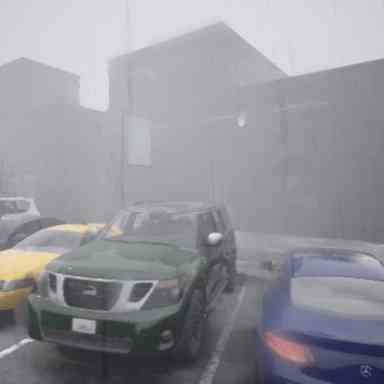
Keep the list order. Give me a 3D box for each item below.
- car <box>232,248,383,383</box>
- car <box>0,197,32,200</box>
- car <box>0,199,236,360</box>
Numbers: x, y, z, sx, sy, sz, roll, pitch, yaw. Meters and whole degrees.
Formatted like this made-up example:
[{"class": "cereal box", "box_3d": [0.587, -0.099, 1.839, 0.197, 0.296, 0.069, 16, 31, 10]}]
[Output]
[{"class": "car", "box_3d": [1.940, 1.522, 4.721, 2.002, 1.452, 4.674, 0, -1, 16]}, {"class": "car", "box_3d": [-7.819, 1.184, 11.694, 2.435, 2.045, 5.566, 1, -1, 16]}, {"class": "car", "box_3d": [-0.484, 1.217, 6.450, 2.435, 2.045, 5.566, 1, -1, 15]}]
